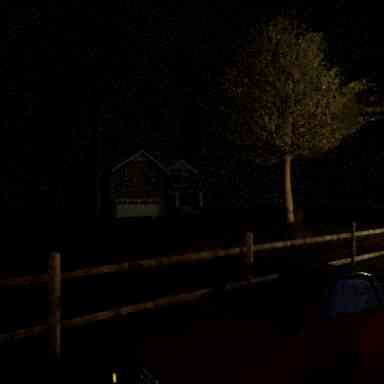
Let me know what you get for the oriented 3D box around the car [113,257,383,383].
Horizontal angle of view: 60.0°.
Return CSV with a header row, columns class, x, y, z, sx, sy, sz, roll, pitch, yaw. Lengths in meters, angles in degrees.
class,x,y,z,sx,sy,sz,roll,pitch,yaw
car,1.230,1.568,3.967,4.181,1.385,1.994,0,0,-36
